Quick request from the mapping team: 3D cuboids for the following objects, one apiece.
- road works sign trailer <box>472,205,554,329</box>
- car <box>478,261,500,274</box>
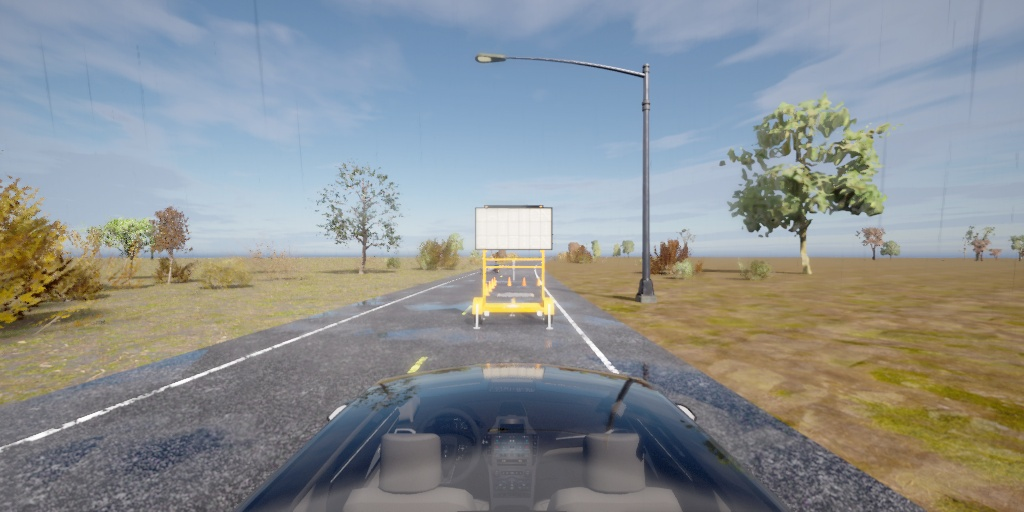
[{"bbox_3d":[0.056,0.219,11.240,2.380,3.560,2.880,0,0,1],"label":"road works sign trailer"},{"bbox_3d":[-2.498,1.292,40.718,1.812,1.442,4.674,0,0,3],"label":"car"}]
